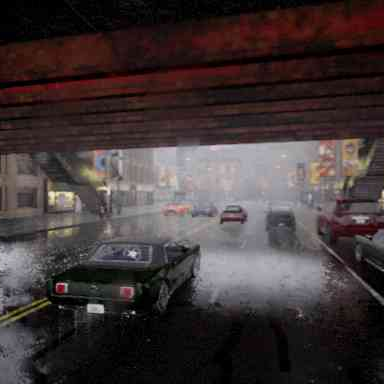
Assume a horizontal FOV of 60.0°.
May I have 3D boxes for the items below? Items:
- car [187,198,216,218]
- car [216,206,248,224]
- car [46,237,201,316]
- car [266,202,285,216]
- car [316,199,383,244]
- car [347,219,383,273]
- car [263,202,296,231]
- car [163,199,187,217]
[{"bbox_3d":[1.283,1.712,34.490,2.097,1.767,4.553,-1,-1,13],"label":"car"},{"bbox_3d":[3.524,1.831,27.684,1.994,1.385,4.181,-1,-1,13],"label":"car"},{"bbox_3d":[-1.107,1.696,7.773,1.895,1.301,4.718,-1,-1,13],"label":"car"},{"bbox_3d":[9.504,1.871,38.141,2.033,1.411,5.357,-1,-1,13],"label":"car"},{"bbox_3d":[7.548,1.336,16.348,2.435,2.045,5.566,-1,-1,13],"label":"car"},{"bbox_3d":[5.946,1.640,9.124,1.895,1.301,4.718,-1,-1,13],"label":"car"},{"bbox_3d":[5.828,1.691,22.079,1.837,1.490,4.892,-1,0,13],"label":"car"},{"bbox_3d":[-1.699,1.768,37.150,2.097,1.767,4.553,-1,-1,13],"label":"car"}]
